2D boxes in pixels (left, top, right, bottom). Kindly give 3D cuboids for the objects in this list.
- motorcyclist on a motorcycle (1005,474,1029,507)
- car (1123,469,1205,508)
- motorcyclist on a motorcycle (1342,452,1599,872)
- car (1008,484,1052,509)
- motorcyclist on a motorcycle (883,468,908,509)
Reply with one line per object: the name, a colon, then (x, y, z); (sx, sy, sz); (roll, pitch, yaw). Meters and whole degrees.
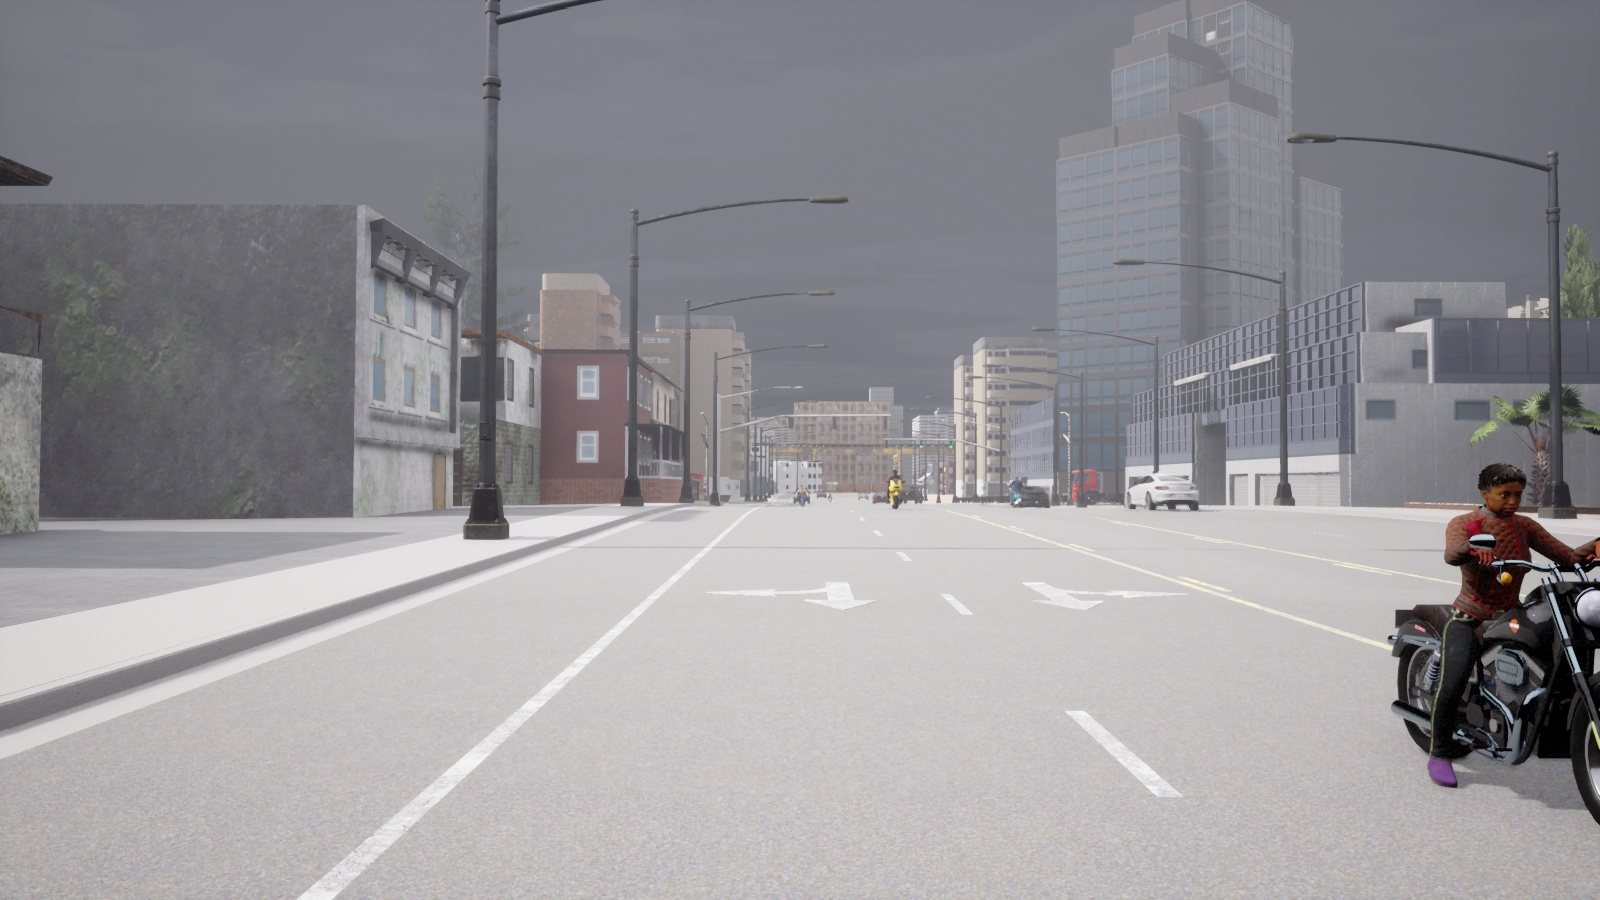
motorcyclist on a motorcycle: (10.607, 1.978, 61.485); (0.866, 1.590, 1.817); (0, -3, 0)
car: (14.091, 1.506, 48.833); (1.812, 1.442, 4.674); (0, -2, 0)
motorcyclist on a motorcycle: (3.520, 0.843, 6.084); (0.766, 1.649, 2.350); (0, -1, 0)
car: (14.134, 2.896, 77.355); (1.837, 1.490, 4.892); (0, -3, 0)
motorcyclist on a motorcycle: (3.584, 1.452, 47.263); (0.797, 1.523, 2.044); (0, -2, 0)
